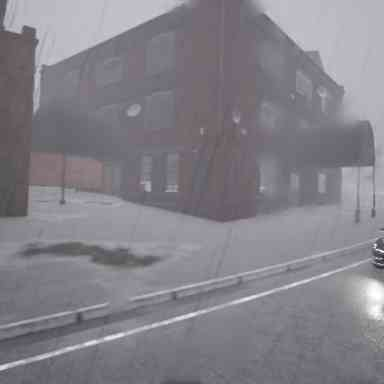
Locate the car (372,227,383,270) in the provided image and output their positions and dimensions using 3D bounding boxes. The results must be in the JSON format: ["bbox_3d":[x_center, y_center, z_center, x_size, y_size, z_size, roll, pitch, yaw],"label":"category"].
[{"bbox_3d":[7.041,1.450,9.916,4.892,1.490,1.837,-1,1,-43],"label":"car"}]
